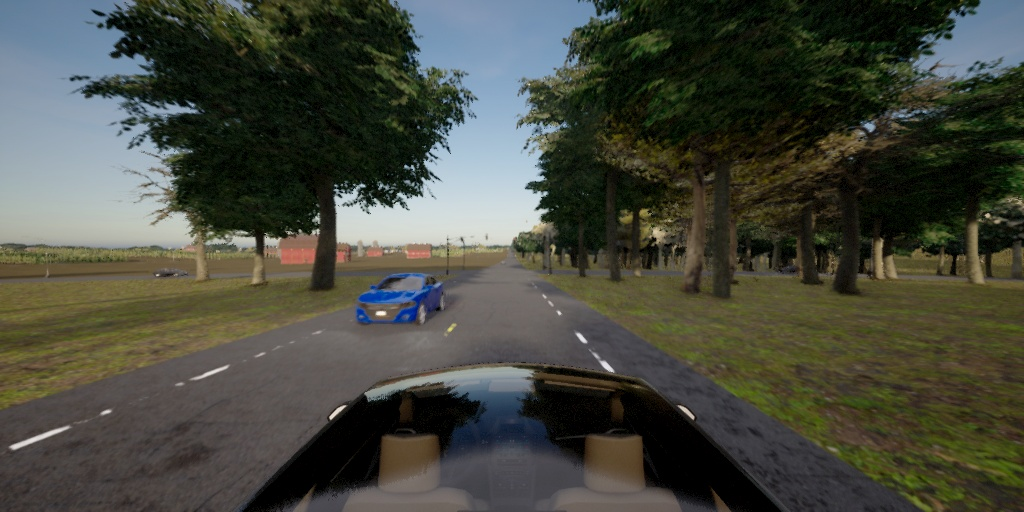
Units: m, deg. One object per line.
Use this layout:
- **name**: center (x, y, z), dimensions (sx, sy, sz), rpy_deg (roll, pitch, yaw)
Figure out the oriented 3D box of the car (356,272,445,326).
- **car**: center (-3.598, 1.332, 12.363), dimensions (1.882, 1.535, 5.008), rpy_deg (0, -1, 0)
